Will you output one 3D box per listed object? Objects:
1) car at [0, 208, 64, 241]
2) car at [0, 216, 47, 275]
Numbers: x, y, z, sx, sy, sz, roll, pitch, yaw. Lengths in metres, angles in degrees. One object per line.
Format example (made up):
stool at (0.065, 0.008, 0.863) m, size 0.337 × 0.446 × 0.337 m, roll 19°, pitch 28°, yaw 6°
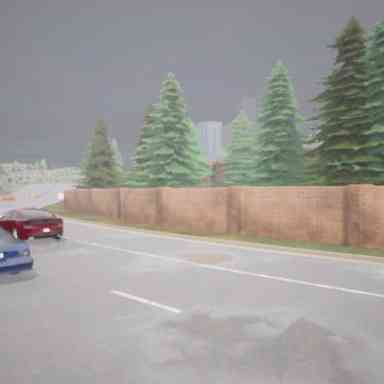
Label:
car at (-7.941, 1.484, 15.977) m, size 1.882 × 1.535 × 5.008 m, roll 0°, pitch 0°, yaw -44°
car at (-6.397, 1.545, 9.492) m, size 5.357 × 1.411 × 2.033 m, roll 0°, pitch 0°, yaw 43°
